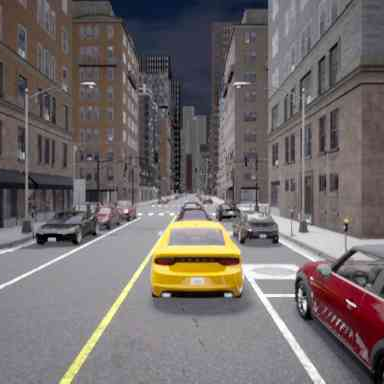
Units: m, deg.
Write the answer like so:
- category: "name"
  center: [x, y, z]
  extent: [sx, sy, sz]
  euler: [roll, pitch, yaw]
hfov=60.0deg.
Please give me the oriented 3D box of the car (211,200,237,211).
- category: "car"
  center: [2.875, 1.559, 26.627]
  extent: [1.947, 1.339, 4.313]
  euler: [0, 0, 0]

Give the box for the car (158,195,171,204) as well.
- category: "car"
  center: [-5.590, 1.601, 63.736]
  extent: [1.802, 1.307, 4.206]
  euler: [0, 0, 0]

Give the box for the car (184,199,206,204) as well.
- category: "car"
  center: [0.019, 1.519, 26.356]
  extent: [1.812, 1.442, 4.674]
  euler: [0, 0, 2]

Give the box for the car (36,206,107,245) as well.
- category: "car"
  center: [-5.658, 1.561, 15.630]
  extent: [1.947, 1.339, 4.313]
  euler: [0, 0, 0]

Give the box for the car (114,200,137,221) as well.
- category: "car"
  center: [-5.651, 1.433, 26.633]
  extent: [1.967, 1.590, 4.097]
  euler: [0, 0, 0]

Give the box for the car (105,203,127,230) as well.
- category: "car"
  center: [-5.655, 1.576, 21.132]
  extent: [1.802, 1.307, 4.206]
  euler: [0, 0, 0]

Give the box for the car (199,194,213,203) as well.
- category: "car"
  center: [2.934, 1.459, 63.717]
  extent: [1.967, 1.590, 4.097]
  euler: [0, 0, 0]

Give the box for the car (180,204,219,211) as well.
- category: "car"
  center: [0.119, 1.558, 17.546]
  extent: [1.994, 1.385, 4.181]
  euler: [0, 0, 0]

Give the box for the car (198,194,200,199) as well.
- category: "car"
  center: [2.962, 1.587, 74.535]
  extent: [2.008, 1.369, 4.403]
  euler: [0, 0, 0]

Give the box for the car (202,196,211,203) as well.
- category: "car"
  center: [2.949, 1.552, 69.296]
  extent: [1.752, 1.417, 4.829]
  euler: [0, 0, 0]

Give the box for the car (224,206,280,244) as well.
- category: "car"
  center: [2.867, 1.546, 15.624]
  extent: [2.008, 1.369, 4.403]
  euler: [0, 0, 0]

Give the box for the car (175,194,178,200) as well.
- category: "car"
  center: [-5.523, 1.602, 90.609]
  extent: [1.752, 1.417, 4.829]
  euler: [0, 0, 0]

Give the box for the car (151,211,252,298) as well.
- category: "car"
  center: [0.100, 1.475, 8.552]
  extent: [1.882, 1.535, 5.008]
  euler: [0, 0, 0]

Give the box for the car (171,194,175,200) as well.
- category: "car"
  center: [-5.562, 1.587, 74.553]
  extent: [2.008, 1.369, 4.403]
  euler: [0, 0, 0]

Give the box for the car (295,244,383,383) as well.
- category: "car"
  center: [2.859, 1.438, 4.622]
  extent: [1.967, 1.590, 4.097]
  euler: [0, 0, 0]
